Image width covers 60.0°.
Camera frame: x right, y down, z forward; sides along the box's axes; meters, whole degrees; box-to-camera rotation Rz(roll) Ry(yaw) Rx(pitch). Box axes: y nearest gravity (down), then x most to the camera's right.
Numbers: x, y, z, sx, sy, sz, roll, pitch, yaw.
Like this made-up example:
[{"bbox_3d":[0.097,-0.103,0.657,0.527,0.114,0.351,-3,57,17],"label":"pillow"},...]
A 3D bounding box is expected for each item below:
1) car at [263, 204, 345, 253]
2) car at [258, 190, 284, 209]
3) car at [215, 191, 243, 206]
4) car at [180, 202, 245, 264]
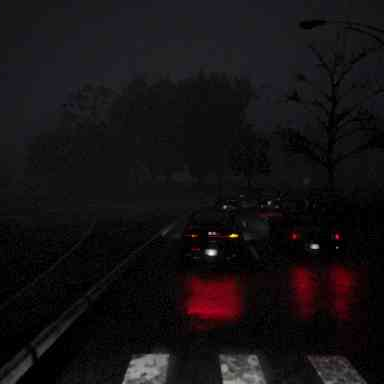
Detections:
[{"bbox_3d":[4.099,1.377,12.747,1.895,1.301,4.718,0,2,5],"label":"car"},{"bbox_3d":[6.662,0.569,28.011,1.882,1.535,5.008,1,4,16],"label":"car"},{"bbox_3d":[2.988,0.662,26.821,1.837,1.490,4.892,0,4,13],"label":"car"},{"bbox_3d":[0.710,1.306,11.199,1.837,1.490,4.892,0,1,5],"label":"car"}]
